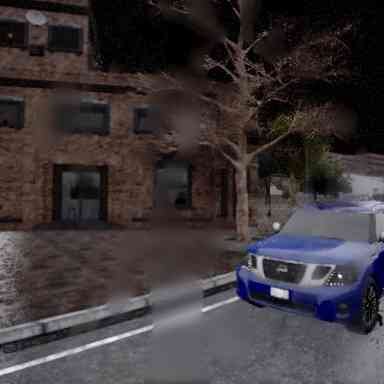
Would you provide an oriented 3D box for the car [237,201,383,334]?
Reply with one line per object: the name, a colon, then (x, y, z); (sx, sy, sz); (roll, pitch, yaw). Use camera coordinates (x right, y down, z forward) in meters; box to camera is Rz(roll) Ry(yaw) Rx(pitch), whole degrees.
car: (3.268, 1.249, 7.319); (2.150, 2.045, 5.566); (0, 0, 43)
